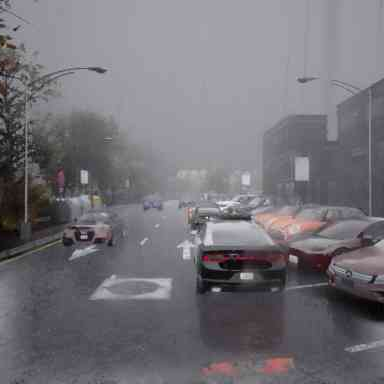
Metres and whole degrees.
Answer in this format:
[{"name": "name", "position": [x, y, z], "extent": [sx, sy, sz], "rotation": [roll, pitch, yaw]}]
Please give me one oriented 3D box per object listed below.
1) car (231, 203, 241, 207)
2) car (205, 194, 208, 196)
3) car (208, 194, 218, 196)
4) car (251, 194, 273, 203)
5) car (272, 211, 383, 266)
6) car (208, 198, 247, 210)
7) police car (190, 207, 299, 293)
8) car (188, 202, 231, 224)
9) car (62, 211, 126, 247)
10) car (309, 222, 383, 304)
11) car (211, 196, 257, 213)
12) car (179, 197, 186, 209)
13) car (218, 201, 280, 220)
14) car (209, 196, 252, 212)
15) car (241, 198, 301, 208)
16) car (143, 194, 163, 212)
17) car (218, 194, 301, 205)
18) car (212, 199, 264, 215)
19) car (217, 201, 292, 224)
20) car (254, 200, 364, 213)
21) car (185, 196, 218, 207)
[{"name": "car", "position": [4.996, 1.538, 19.279], "extent": [4.674, 1.452, 2.002], "rotation": [1, 0, -21]}, {"name": "car", "position": [4.626, 1.446, 46.304], "extent": [4.553, 1.767, 2.185], "rotation": [1, 0, -21]}, {"name": "car", "position": [4.799, 1.270, 31.273], "extent": [5.566, 2.045, 2.435], "rotation": [1, 0, -21]}, {"name": "car", "position": [16.971, 1.463, 80.560], "extent": [2.435, 2.045, 5.566], "rotation": [0, 0, -22]}, {"name": "car", "position": [5.113, 1.518, 10.262], "extent": [4.792, 1.488, 2.163], "rotation": [1, 0, -21]}, {"name": "car", "position": [4.640, 1.600, 43.295], "extent": [4.674, 1.452, 2.002], "rotation": [1, 0, -21]}, {"name": "police car", "position": [1.015, 1.427, 9.026], "extent": [1.930, 1.638, 5.238], "rotation": [0, 0, -1]}, {"name": "car", "position": [0.854, 1.518, 18.915], "extent": [1.837, 1.490, 4.892], "rotation": [0, 0, -1]}, {"name": "car", "position": [-4.233, 1.571, 14.923], "extent": [1.994, 1.385, 4.181], "rotation": [0, 0, -1]}, {"name": "car", "position": [5.193, 1.527, 7.271], "extent": [4.674, 1.452, 2.002], "rotation": [1, 0, -21]}, {"name": "car", "position": [4.701, 1.414, 37.286], "extent": [4.553, 1.767, 2.185], "rotation": [1, 0, -21]}, {"name": "car", "position": [-0.766, 1.441, 46.848], "extent": [2.097, 1.767, 4.553], "rotation": [0, 0, 0]}, {"name": "car", "position": [4.837, 1.544, 28.271], "extent": [4.792, 1.488, 2.163], "rotation": [1, 0, -21]}, {"name": "car", "position": [4.655, 1.424, 40.286], "extent": [4.553, 1.767, 2.185], "rotation": [1, 0, -21]}, {"name": "car", "position": [5.078, 1.369, 16.284], "extent": [4.553, 1.767, 2.185], "rotation": [1, 0, -21]}, {"name": "car", "position": [-4.699, 1.288, 40.736], "extent": [2.150, 2.045, 5.566], "rotation": [0, 0, -1]}, {"name": "car", "position": [4.945, 1.251, 22.257], "extent": [5.566, 2.045, 2.435], "rotation": [1, 0, -21]}, {"name": "car", "position": [4.752, 1.560, 34.271], "extent": [4.792, 1.488, 2.163], "rotation": [1, 0, -21]}, {"name": "car", "position": [4.737, 1.503, 25.211], "extent": [5.366, 1.575, 1.946], "rotation": [1, 0, -21]}, {"name": "car", "position": [5.125, 1.366, 13.283], "extent": [4.553, 1.767, 2.185], "rotation": [1, 0, -21]}, {"name": "car", "position": [0.760, 1.373, 24.885], "extent": [2.097, 1.767, 4.553], "rotation": [0, 0, -1]}]
